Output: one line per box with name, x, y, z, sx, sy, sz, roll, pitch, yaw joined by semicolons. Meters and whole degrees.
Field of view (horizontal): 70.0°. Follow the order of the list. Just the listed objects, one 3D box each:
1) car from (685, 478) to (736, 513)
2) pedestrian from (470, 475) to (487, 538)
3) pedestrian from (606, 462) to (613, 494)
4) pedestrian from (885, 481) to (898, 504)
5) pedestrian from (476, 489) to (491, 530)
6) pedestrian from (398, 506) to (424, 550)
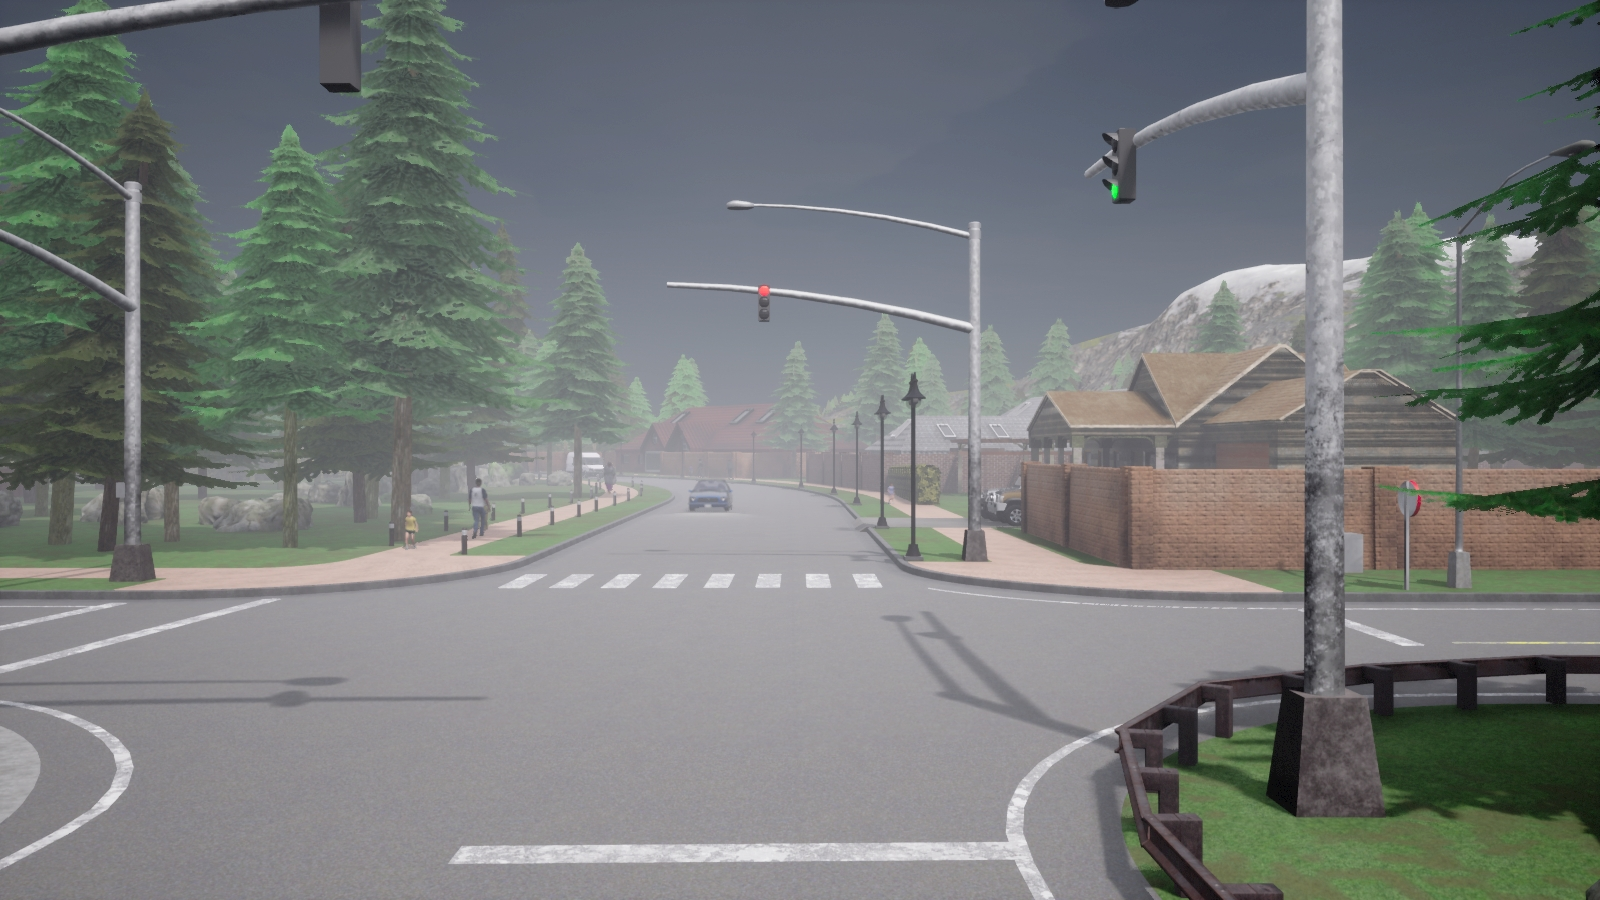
car;-4.079;2.072;52.811;2.033;1.411;5.357;0;0;-1
pedestrian;-9.544;1.664;33.910;0.375;1.860;0.375;0;0;3
pedestrian;-11.319;1.664;67.887;0.375;1.860;0.375;0;0;-8
pedestrian;4.387;2.046;54.982;0.500;1.100;0.500;0;0;-12
pedestrian;-10.331;1.943;37.257;0.375;1.300;0.375;0;0;1
pedestrian;-10.233;2.044;30.040;0.500;1.100;0.500;0;0;2
